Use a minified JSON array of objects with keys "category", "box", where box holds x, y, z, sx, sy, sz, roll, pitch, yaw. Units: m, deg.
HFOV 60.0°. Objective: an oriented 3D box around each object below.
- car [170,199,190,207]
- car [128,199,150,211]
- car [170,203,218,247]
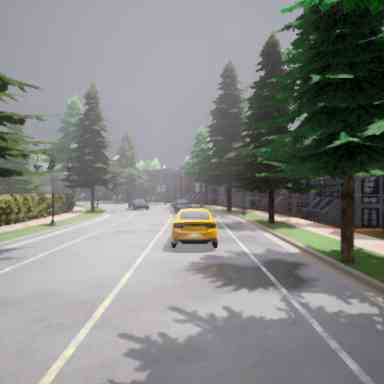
[{"category":"car","box":[-1.218,1.489,35.517,2.128,1.511,4.902,0,0,-11]},{"category":"car","box":[-6.661,1.545,41.446,2.033,1.411,5.357,0,0,-20]},{"category":"car","box":[0.099,1.477,15.031,1.882,1.535,5.008,0,0,0]}]
